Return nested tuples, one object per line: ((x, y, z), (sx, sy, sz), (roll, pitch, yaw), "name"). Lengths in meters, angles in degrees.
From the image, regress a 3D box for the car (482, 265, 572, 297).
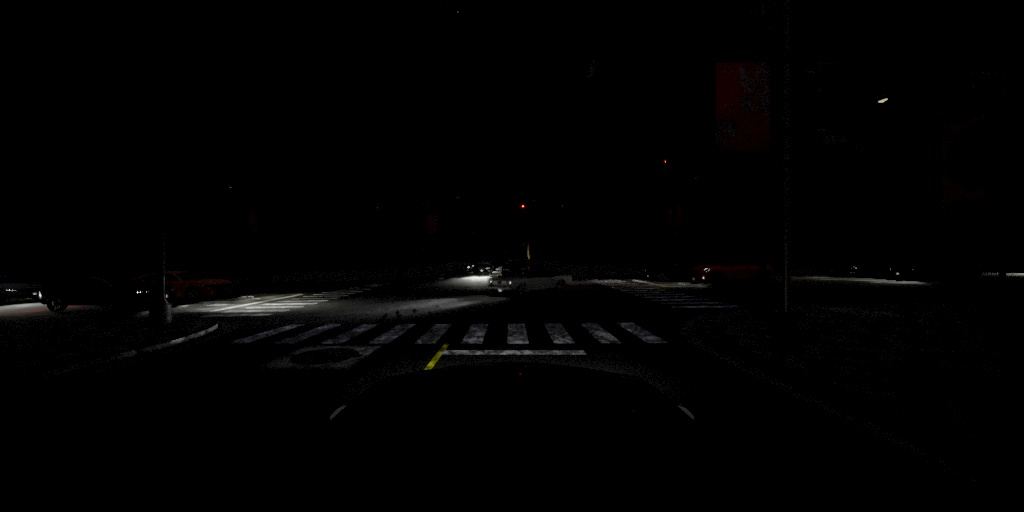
((0.997, 1.325, 18.874), (4.718, 1.301, 1.895), (-1, -1, -43), "car")

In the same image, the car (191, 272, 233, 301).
((-17.646, 1.528, 18.995), (5.008, 1.535, 1.882), (-1, 0, 2), "car")

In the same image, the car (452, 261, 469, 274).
((-5.785, 1.306, 41.169), (2.007, 1.370, 4.403), (0, 0, 0), "car")

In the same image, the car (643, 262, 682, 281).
((12.018, 1.104, 25.820), (4.718, 1.301, 1.895), (-1, 0, 2), "car")

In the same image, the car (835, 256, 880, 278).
((26.129, 0.732, 25.752), (5.008, 1.535, 1.882), (-1, 0, 0), "car")

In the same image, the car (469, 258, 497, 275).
((-3.110, 1.246, 39.137), (2.128, 1.511, 4.902), (0, 0, 0), "car")

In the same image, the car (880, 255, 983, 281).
((26.507, 0.780, 22.498), (4.674, 1.442, 1.812), (-1, 0, -1), "car")

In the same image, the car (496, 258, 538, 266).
((0.360, 1.245, 32.795), (2.128, 1.511, 4.902), (-1, 0, -14), "car")

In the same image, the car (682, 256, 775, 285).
((13.636, 0.831, 22.485), (4.553, 1.767, 2.097), (-1, 0, 0), "car")

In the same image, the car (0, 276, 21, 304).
((-27.620, 1.763, 18.979), (4.674, 1.442, 1.812), (-1, 0, 0), "car")

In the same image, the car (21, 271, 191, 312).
((-17.624, 1.547, 15.751), (4.902, 1.511, 2.128), (-1, 0, 2), "car")

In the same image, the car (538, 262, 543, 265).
((2.740, 1.305, 41.206), (2.007, 1.370, 4.403), (0, 0, 0), "car")
